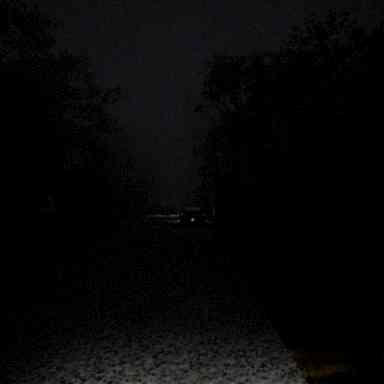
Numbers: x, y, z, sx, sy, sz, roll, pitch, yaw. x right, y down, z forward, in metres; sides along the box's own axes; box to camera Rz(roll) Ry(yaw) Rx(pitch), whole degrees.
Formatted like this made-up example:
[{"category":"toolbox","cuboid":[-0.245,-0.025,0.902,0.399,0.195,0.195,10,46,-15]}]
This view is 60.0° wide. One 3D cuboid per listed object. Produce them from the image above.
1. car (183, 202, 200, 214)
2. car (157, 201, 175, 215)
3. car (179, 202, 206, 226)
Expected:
[{"category":"car","cuboid":[-0.045,1.965,41.838,2.033,1.411,5.357,0,-1,0]},{"category":"car","cuboid":[-2.973,1.839,38.979,1.882,1.535,5.008,0,-1,0]},{"category":"car","cuboid":[0.045,1.660,24.177,1.812,1.442,4.674,0,-1,0]}]
